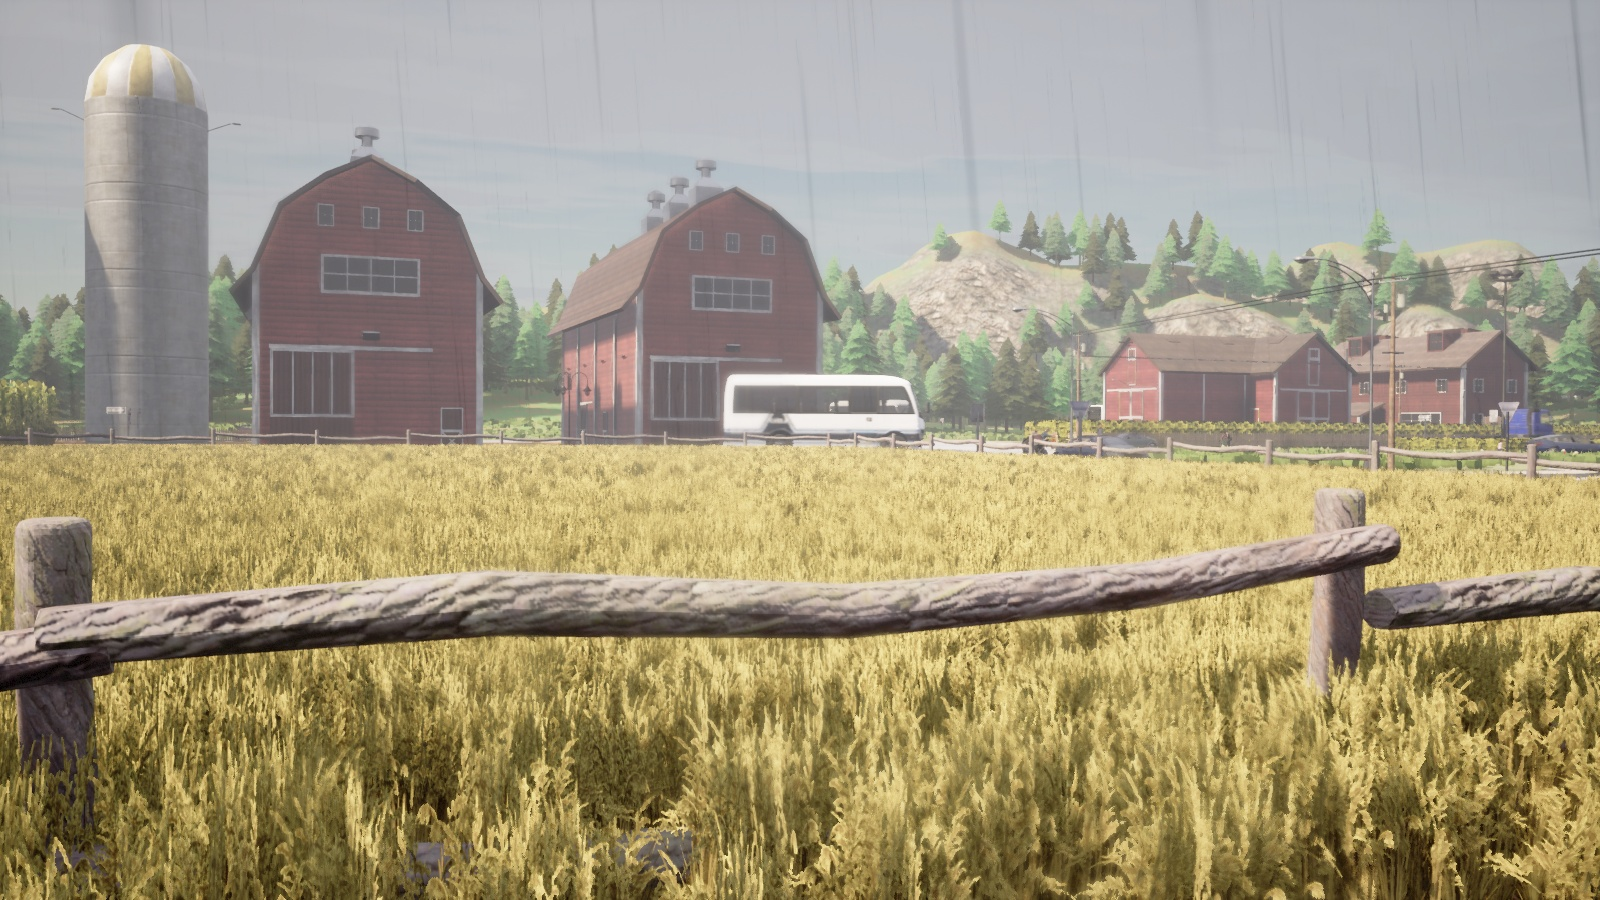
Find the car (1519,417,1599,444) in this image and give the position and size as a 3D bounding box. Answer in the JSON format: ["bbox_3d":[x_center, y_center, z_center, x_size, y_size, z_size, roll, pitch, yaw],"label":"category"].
[{"bbox_3d":[44.986,-1.134,73.298,4.792,1.488,2.163,-1,1,4],"label":"car"}]

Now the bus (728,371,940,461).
[{"bbox_3d":[1.755,-1.707,63.402,10.273,4.253,3.944,-1,2,3],"label":"bus"}]

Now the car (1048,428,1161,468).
[{"bbox_3d":[11.090,-0.092,46.085,1.994,1.385,4.181,-1,1,-21],"label":"car"}]

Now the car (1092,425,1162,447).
[{"bbox_3d":[22.469,-0.973,86.350,4.181,1.385,1.994,-1,1,-18],"label":"car"}]

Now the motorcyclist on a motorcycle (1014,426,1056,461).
[{"bbox_3d":[10.658,-0.307,56.971,0.866,1.530,2.191,-1,1,-21],"label":"motorcyclist on a motorcycle"}]
